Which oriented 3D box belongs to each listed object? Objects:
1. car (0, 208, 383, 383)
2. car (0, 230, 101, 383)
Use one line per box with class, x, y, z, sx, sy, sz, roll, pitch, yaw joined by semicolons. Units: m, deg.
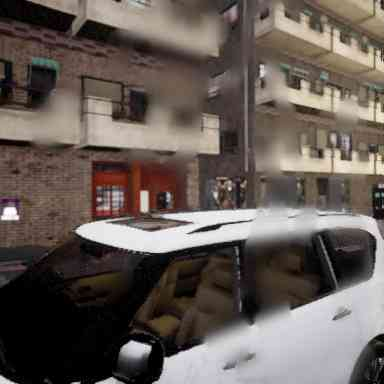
car;-0.221;1.222;2.913;5.566;2.045;2.150;0;0;-36
car;-3.364;1.440;3.706;4.097;1.590;1.967;0;-1;-36
